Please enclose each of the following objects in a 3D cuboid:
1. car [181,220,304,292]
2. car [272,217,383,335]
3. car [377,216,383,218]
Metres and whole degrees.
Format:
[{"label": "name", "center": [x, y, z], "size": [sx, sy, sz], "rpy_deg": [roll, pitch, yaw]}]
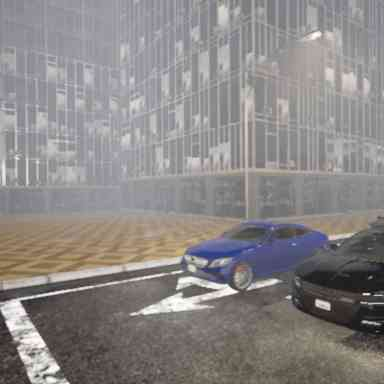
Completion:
[{"label": "car", "center": [1.922, 1.511, 9.051], "size": [4.674, 1.442, 1.812], "rpy_deg": [0, 0, -34]}, {"label": "car", "center": [4.052, 1.460, 6.583], "size": [5.008, 1.535, 1.882], "rpy_deg": [0, 0, -36]}, {"label": "car", "center": [9.470, 1.449, 14.425], "size": [4.902, 1.511, 2.128], "rpy_deg": [0, 0, -35]}]
